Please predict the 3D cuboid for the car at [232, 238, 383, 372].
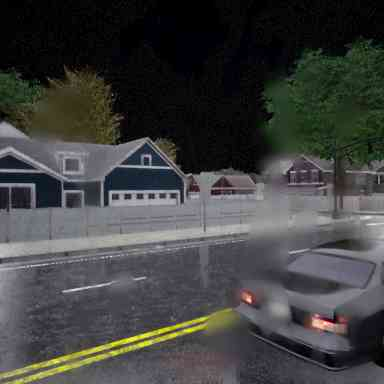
[{"bbox_3d":[3.143,1.539,5.709,5.357,1.411,2.033,0,0,-36],"label":"car"}]
